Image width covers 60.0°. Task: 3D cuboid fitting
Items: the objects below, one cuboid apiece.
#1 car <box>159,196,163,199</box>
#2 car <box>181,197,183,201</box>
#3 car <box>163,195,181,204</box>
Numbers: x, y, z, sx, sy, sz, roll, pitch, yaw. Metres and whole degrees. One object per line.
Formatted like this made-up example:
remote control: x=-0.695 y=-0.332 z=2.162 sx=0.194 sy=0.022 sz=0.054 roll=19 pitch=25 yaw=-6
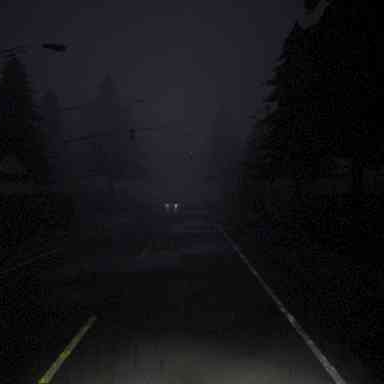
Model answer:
car: x=-6.256 y=1.490 z=75.152 sx=1.895 sy=1.301 sz=4.718 roll=0 pitch=0 yaw=-31
car: x=-4.027 y=1.443 z=78.067 sx=1.994 sy=1.385 sz=4.181 roll=0 pitch=0 yaw=-39
car: x=-3.558 y=1.419 z=59.950 sx=1.837 sy=1.490 sz=4.892 roll=0 pitch=0 yaw=1
